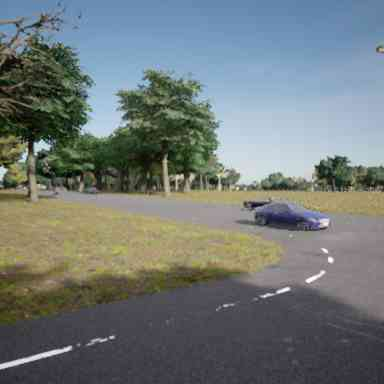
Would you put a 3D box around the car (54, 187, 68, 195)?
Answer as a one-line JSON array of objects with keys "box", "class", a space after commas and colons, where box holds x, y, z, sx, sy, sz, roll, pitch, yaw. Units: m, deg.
[{"box": [-25.584, -0.277, 65.033, 2.097, 1.767, 4.553, -1, 2, -29], "class": "car"}]

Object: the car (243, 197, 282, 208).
[{"box": [6.735, 1.081, 29.696, 1.895, 1.301, 4.718, -1, 2, -35], "class": "car"}]

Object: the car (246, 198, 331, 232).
[{"box": [5.614, 1.349, 19.175, 1.812, 1.442, 4.674, -1, 2, -35], "class": "car"}]

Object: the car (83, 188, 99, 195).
[{"box": [-21.029, -0.216, 68.841, 2.033, 1.411, 5.357, -1, 2, -35], "class": "car"}]
